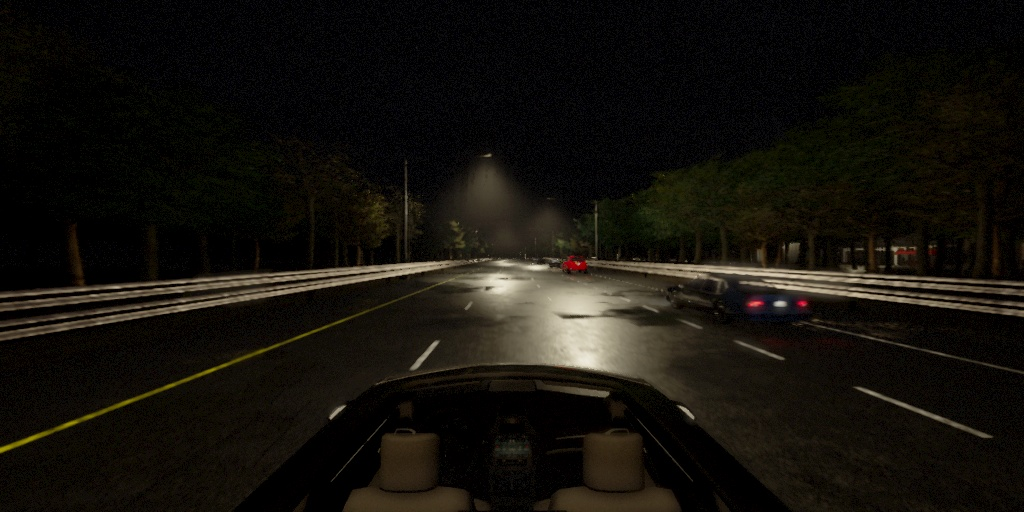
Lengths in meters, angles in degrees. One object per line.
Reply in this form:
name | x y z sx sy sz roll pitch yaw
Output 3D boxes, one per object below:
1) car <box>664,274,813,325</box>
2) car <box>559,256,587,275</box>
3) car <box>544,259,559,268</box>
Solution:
car | 7.001 1.305 11.862 2.033 1.411 5.357 0 0 0
car | 7.066 1.012 40.765 2.150 2.045 5.566 0 0 0
car | 7.151 1.306 60.766 2.128 1.511 4.902 0 0 0
